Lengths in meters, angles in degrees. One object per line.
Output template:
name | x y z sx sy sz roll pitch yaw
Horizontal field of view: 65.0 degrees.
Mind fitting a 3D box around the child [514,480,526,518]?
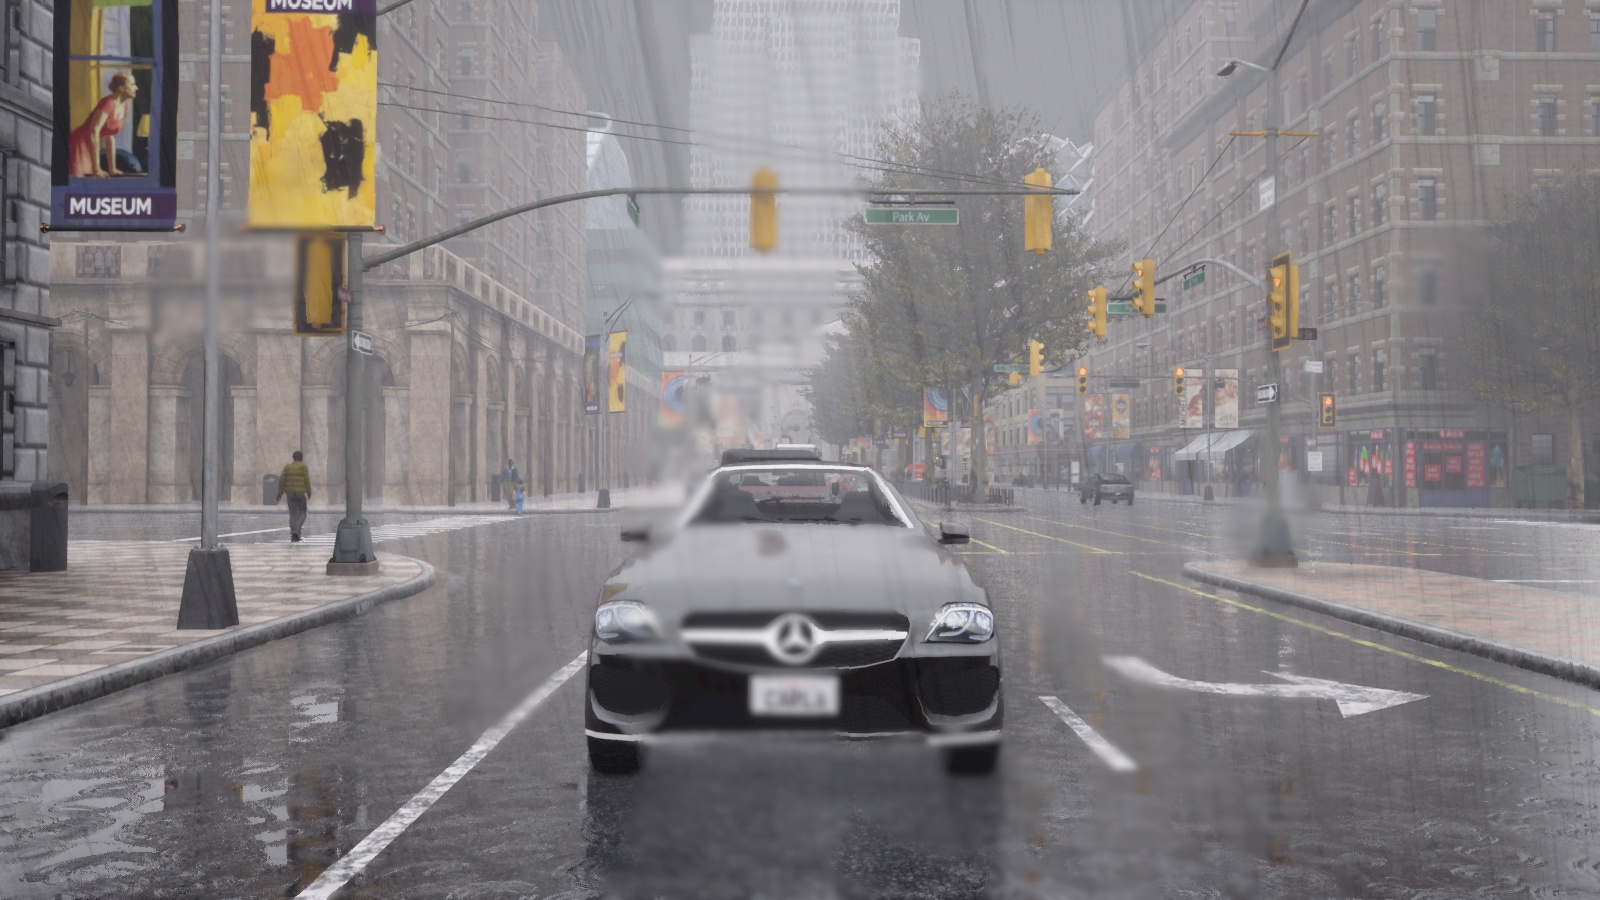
child | -9.506 1.650 42.585 0.270 1.263 0.437 0 -1 7

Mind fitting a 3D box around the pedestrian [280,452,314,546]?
pedestrian | -9.945 0.959 24.827 0.370 1.835 0.726 0 -1 1

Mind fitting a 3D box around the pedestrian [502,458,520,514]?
pedestrian | -10.211 1.254 44.359 0.423 1.949 0.788 0 -1 5

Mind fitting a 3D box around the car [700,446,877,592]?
car | -0.294 0.918 18.273 1.905 1.878 3.866 0 -1 -11

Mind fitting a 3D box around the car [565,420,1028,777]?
car | -0.025 0.733 8.363 2.152 1.651 5.027 0 -1 0

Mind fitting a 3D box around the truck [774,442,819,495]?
truck | -0.243 1.268 85.598 2.891 3.462 7.936 0 -1 0

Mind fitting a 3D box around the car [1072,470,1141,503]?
car | 14.830 1.734 61.028 2.128 1.511 4.902 0 -1 0
